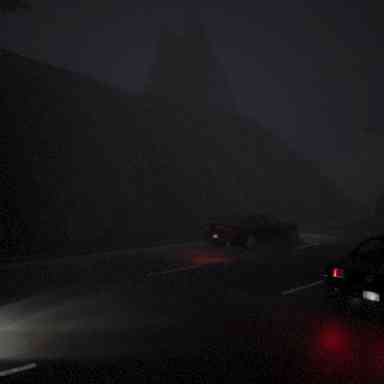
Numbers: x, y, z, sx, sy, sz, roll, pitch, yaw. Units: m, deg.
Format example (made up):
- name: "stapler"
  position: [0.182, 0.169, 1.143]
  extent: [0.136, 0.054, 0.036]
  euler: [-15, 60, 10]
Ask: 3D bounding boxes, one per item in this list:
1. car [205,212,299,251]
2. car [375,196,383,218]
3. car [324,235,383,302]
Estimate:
- name: "car"
  position: [2.826, 1.616, 14.903]
  extent: [5.008, 1.535, 1.882]
  euler: [0, 0, -40]
- name: "car"
  position: [18.909, 1.414, 31.528]
  extent: [2.150, 2.045, 5.566]
  euler: [0, 0, 39]
- name: "car"
  position: [5.051, 1.647, 7.587]
  extent: [4.718, 1.301, 1.895]
  euler: [0, -1, -39]
